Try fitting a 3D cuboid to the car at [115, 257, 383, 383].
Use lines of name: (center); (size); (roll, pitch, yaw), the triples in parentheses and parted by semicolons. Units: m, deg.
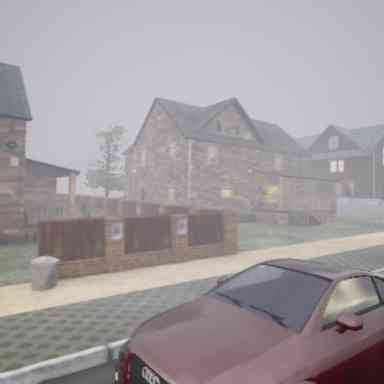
car: (1.255, 1.566, 3.966); (4.181, 1.385, 1.994); (0, 0, -35)
